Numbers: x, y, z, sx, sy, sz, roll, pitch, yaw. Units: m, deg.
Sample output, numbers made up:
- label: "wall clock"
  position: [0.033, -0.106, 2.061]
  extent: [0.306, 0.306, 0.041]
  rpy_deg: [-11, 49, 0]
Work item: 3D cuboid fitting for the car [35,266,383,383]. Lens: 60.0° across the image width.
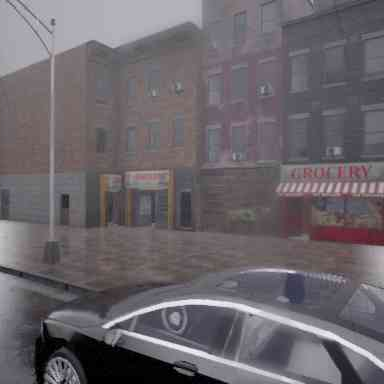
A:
- label: "car"
  position: [0.492, 1.492, 3.051]
  extent: [4.902, 1.511, 2.128]
  rpy_deg: [0, 0, 35]
